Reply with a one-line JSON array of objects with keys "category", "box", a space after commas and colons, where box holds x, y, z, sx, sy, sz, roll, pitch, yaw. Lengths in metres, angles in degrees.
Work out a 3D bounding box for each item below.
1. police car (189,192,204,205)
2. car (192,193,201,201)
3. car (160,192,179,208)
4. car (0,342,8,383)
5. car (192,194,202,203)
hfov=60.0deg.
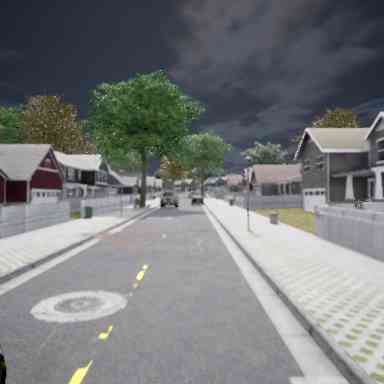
[{"category": "police car", "box": [0.841, 1.115, 50.950, 1.930, 1.638, 5.238, 0, 0, 0]}, {"category": "car", "box": [0.845, 1.068, 66.845, 1.837, 1.490, 4.892, 0, 0, 0]}, {"category": "car", "box": [-2.827, 0.974, 42.615, 2.150, 2.045, 5.566, 0, 0, 0]}, {"category": "car", "box": [-2.849, 1.558, 1.646, 1.994, 1.385, 4.181, 0, 0, 0]}, {"category": "car", "box": [0.843, 1.116, 60.844, 1.837, 1.490, 4.892, 0, 0, 0]}]
